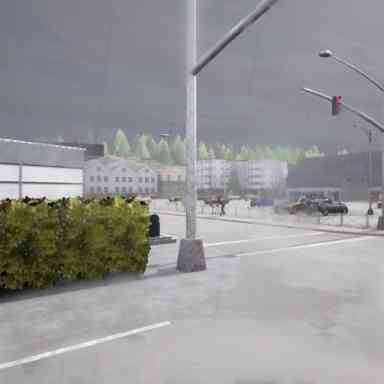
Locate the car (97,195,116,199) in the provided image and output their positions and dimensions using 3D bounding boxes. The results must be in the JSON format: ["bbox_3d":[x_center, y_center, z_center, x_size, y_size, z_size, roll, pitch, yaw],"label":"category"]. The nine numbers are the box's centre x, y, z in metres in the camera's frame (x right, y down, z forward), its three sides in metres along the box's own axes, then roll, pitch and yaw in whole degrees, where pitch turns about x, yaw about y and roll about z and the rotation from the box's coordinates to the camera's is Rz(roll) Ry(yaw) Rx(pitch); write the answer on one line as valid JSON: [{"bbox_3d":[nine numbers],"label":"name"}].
[{"bbox_3d":[-11.399,1.505,41.331,1.837,1.490,4.892,0,0,-35],"label":"car"}]

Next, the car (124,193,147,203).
[{"bbox_3d":[-10.758,1.077,63.628,3.866,1.878,1.905,0,0,-35],"label":"car"}]

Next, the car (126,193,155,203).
[{"bbox_3d":[-9.357,1.361,60.551,3.806,1.475,1.970,0,0,-35],"label":"car"}]

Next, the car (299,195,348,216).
[{"bbox_3d":[12.124,1.340,29.942,4.514,1.523,2.007,0,0,-35],"label":"car"}]

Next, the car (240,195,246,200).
[{"bbox_3d":[13.628,1.154,72.806,5.027,1.636,2.152,0,0,-35],"label":"car"}]

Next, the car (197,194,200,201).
[{"bbox_3d":[1.814,1.298,76.855,4.514,1.523,2.007,0,0,-35],"label":"car"}]

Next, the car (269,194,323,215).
[{"bbox_3d":[10.286,1.330,32.485,5.027,1.636,2.152,0,0,-35],"label":"car"}]

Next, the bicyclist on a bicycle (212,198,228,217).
[{"bbox_3d":[2.365,1.301,28.018,1.656,1.620,0.582,0,0,-35],"label":"bicyclist on a bicycle"}]

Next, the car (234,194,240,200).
[{"bbox_3d":[9.691,1.232,77.884,3.806,1.475,1.970,0,0,-35],"label":"car"}]

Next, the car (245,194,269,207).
[{"bbox_3d":[9.802,1.320,46.591,3.633,1.501,1.845,0,0,-35],"label":"car"}]

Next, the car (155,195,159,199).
[{"bbox_3d":[-11.327,1.286,90.768,5.008,1.535,1.882,0,0,-35],"label":"car"}]

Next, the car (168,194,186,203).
[{"bbox_3d":[-2.425,1.097,65.434,4.605,1.855,1.932,0,0,-35],"label":"car"}]

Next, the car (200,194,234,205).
[{"bbox_3d":[4.119,1.298,54.811,4.514,1.523,2.007,0,0,-35],"label":"car"}]

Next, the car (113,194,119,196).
[{"bbox_3d":[-19.743,1.334,84.931,4.902,1.511,2.128,0,0,-35],"label":"car"}]

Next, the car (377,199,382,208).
[{"bbox_3d":[25.679,1.384,43.044,3.806,1.475,1.970,0,0,-35],"label":"car"}]
